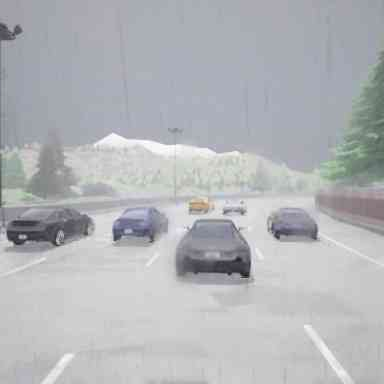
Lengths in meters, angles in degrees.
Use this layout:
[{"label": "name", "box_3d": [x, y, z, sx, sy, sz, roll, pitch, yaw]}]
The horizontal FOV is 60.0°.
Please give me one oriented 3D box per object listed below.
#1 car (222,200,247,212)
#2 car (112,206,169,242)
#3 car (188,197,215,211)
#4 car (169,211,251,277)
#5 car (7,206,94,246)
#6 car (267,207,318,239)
[{"label": "car", "box_3d": [4.104, 1.378, 31.176, 1.895, 1.301, 4.718, 0, 0, 14]}, {"label": "car", "box_3d": [-2.300, 1.402, 15.656, 1.812, 1.442, 4.674, 0, 0, 6]}, {"label": "car", "box_3d": [1.027, 1.232, 33.191, 1.882, 1.535, 5.008, 0, 0, 14]}, {"label": "car", "box_3d": [0.658, 1.489, 10.099, 1.994, 1.385, 4.181, 0, 0, 4]}, {"label": "car", "box_3d": [-5.936, 1.380, 14.567, 1.837, 1.490, 4.892, 0, 0, 6]}, {"label": "car", "box_3d": [4.921, 1.451, 16.726, 1.994, 1.385, 4.181, 0, 0, 8]}]
